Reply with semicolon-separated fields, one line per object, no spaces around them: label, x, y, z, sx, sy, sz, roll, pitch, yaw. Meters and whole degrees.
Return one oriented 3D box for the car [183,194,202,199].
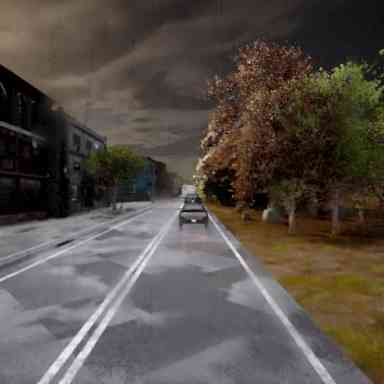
car;0.106;1.223;42.401;2.150;2.045;5.566;0;0;0

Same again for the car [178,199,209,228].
car;0.104;1.493;22.252;2.128;1.511;4.902;0;0;0
